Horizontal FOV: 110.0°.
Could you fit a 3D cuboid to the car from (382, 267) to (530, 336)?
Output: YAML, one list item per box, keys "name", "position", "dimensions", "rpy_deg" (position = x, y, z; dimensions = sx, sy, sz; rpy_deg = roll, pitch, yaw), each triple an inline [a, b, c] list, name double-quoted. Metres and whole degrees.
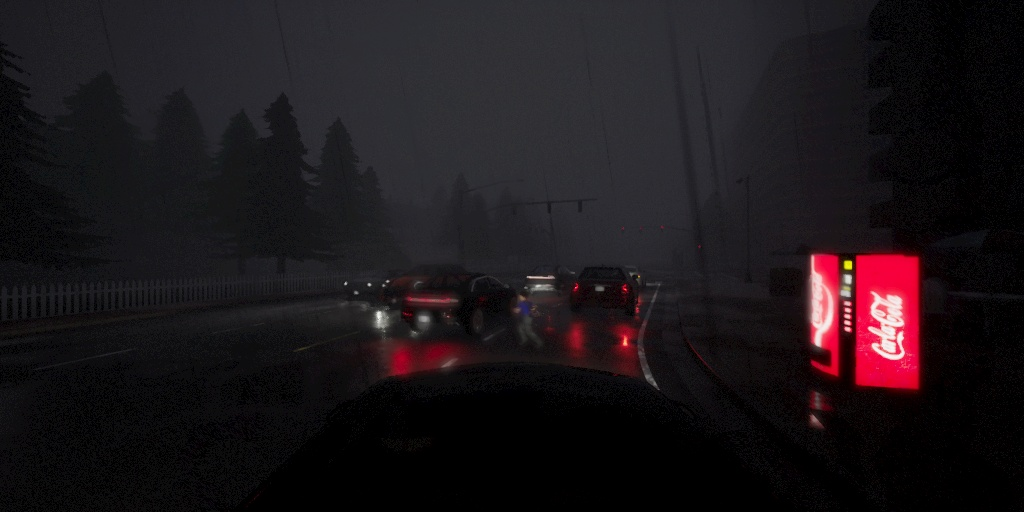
- name: "car"
  position: [-1.259, 1.240, 10.572]
  dimensions: [2.128, 1.511, 4.902]
  rpy_deg: [0, 0, 18]

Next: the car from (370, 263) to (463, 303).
- name: "car"
  position: [-3.509, 1.101, 15.529]
  dimensions: [2.097, 1.767, 4.553]
  rpy_deg: [0, 0, 23]

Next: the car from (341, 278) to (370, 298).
- name: "car"
  position: [-6.165, 1.349, 18.223]
  dimensions: [1.895, 1.301, 4.718]
  rpy_deg: [0, 0, 23]

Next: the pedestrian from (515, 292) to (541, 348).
- name: "pedestrian"
  position: [0.351, 1.323, 7.822]
  dimensions: [0.375, 1.300, 0.375]
  rpy_deg: [0, 0, 16]

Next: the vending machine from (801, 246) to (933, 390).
- name: "vending machine"
  position: [5.402, 0.945, 5.558]
  dimensions: [1.100, 2.100, 0.880]
  rpy_deg: [0, 0, 15]

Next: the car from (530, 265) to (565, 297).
- name: "car"
  position: [2.209, 1.240, 19.311]
  dimensions: [2.128, 1.511, 4.902]
  rpy_deg: [0, 0, 23]

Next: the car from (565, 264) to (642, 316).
- name: "car"
  position: [3.675, 1.101, 13.742]
  dimensions: [2.097, 1.767, 4.553]
  rpy_deg: [0, 0, 22]

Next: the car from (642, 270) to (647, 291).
- name: "car"
  position: [7.173, 1.274, 22.020]
  dimensions: [1.812, 1.442, 4.674]
  rpy_deg: [0, 0, 24]
